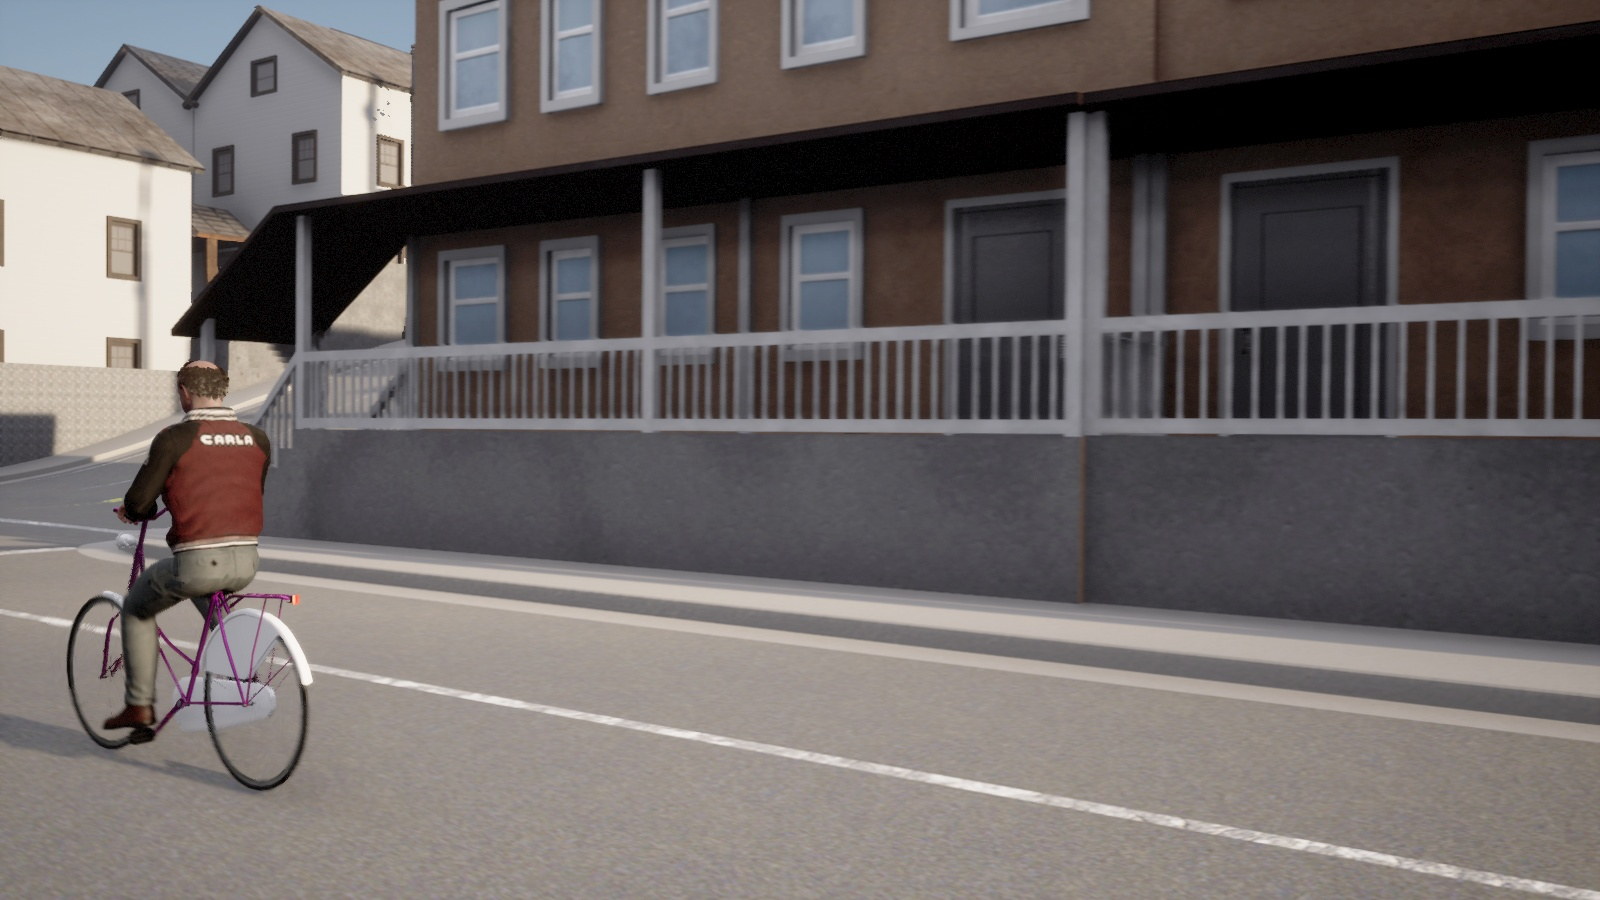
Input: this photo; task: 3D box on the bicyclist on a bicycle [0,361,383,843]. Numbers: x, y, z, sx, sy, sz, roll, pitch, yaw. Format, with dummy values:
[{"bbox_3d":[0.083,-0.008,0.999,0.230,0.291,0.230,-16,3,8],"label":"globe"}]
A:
[{"bbox_3d":[-2.676,0.552,5.399,1.843,1.776,0.659,0,1,34],"label":"bicyclist on a bicycle"}]
